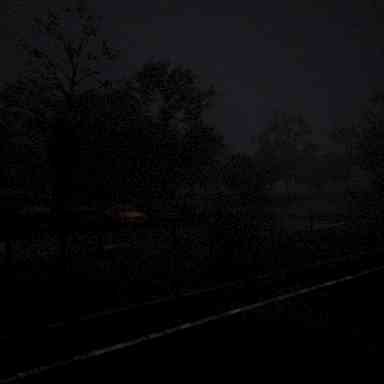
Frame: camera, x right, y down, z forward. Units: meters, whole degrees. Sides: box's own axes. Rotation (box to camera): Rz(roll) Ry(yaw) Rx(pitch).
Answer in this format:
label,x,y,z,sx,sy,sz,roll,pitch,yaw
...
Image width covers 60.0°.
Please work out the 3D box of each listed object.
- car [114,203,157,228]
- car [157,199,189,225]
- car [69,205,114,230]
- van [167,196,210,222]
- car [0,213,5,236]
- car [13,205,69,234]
label,x,y,z,sx,sy,sz,roll,pitch,yaw
car,-4.788,1.528,23.094,1.946,1.575,5.366,0,0,-36
car,-2.655,1.556,24.885,2.163,1.488,4.792,0,0,-36
car,-7.170,1.564,21.654,2.163,1.488,4.792,0,0,-36
van,-0.314,1.297,26.379,1.878,1.987,4.442,0,0,-36
car,-11.670,1.544,18.407,2.097,1.535,5.008,0,0,-36
car,-9.406,1.541,20.012,2.231,1.521,4.892,0,0,-36
